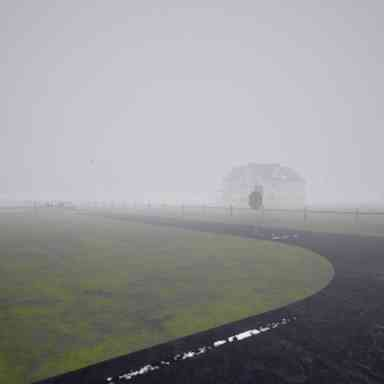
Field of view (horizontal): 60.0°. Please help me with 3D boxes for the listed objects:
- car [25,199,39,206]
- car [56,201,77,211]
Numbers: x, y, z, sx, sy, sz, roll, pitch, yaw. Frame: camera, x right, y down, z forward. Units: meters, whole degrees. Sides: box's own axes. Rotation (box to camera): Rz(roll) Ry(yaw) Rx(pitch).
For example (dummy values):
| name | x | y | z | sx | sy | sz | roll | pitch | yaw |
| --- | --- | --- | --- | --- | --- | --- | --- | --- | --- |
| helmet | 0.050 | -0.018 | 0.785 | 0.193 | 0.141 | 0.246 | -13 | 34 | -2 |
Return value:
| name | x | y | z | sx | sy | sz | roll | pitch | yaw |
| --- | --- | --- | --- | --- | --- | --- | --- | --- | --- |
| car | -38.807 | 2.677 | 81.746 | 1.994 | 1.385 | 4.181 | 2 | -2 | -36 |
| car | -18.935 | 2.127 | 49.850 | 2.033 | 1.411 | 5.357 | 2 | -2 | -36 |
